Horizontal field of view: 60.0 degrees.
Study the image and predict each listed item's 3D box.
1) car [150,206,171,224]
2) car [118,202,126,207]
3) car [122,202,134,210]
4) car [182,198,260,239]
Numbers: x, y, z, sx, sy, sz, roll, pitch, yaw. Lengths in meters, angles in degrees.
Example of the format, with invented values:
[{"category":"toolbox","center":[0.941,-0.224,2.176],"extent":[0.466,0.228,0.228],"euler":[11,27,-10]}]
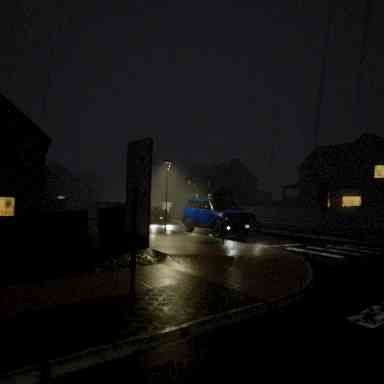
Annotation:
[{"category":"car","center":[-3.186,1.859,27.355],"extent":[1.994,1.385,4.181],"euler":[3,-2,-24]},{"category":"car","center":[-7.738,2.023,37.692],"extent":[2.033,1.411,5.357],"euler":[3,-2,-21]},{"category":"car","center":[-11.431,2.489,58.753],"extent":[1.895,1.301,4.718],"euler":[2,-1,-13]},{"category":"car","center":[1.386,1.348,18.440],"extent":[2.150,2.045,5.566],"euler":[3,-2,-28]}]
